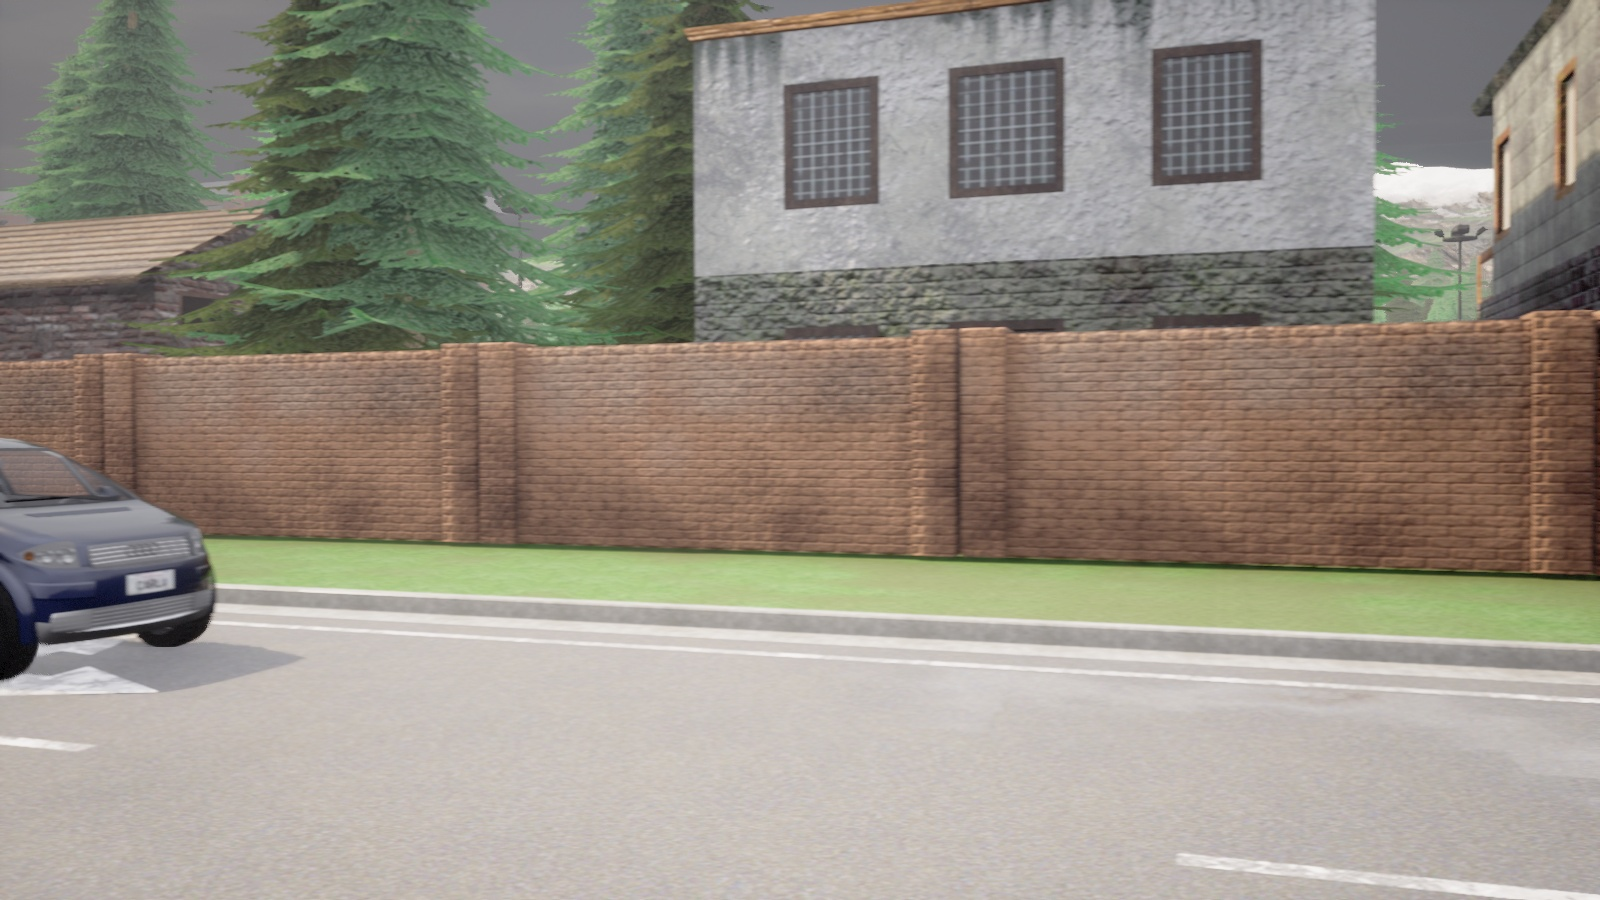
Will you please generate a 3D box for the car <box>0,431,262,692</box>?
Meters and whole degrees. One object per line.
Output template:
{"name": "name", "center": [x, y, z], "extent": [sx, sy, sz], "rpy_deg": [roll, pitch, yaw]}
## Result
{"name": "car", "center": [-5.965, 0.640, 8.892], "extent": [3.705, 1.549, 1.789], "rpy_deg": [0, 1, 19]}
